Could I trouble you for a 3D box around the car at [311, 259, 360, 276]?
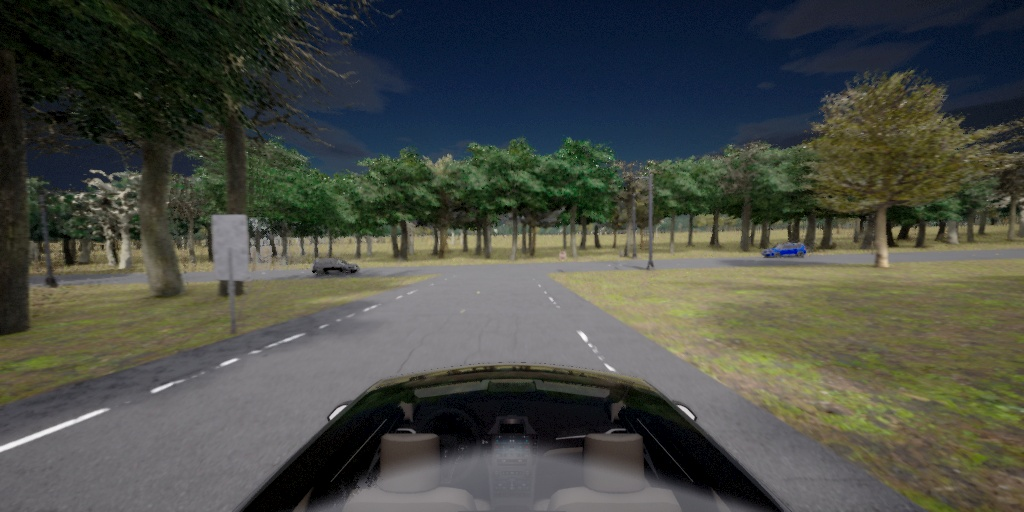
[{"bbox_3d":[-21.987,1.378,44.742,5.566,2.045,2.150,-2,3,0],"label":"car"}]
